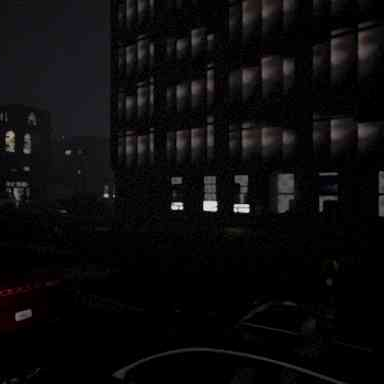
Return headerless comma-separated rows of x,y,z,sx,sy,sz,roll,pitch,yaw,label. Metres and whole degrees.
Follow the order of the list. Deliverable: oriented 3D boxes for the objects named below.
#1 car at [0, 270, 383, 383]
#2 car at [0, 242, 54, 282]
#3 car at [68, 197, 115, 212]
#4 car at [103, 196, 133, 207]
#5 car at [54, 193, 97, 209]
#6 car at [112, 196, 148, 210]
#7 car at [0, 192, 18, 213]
0.577,1.545,2.465,4.403,1.369,2.008,1,0,35,car
-4.073,1.497,5.747,4.507,1.381,1.887,1,0,35,car
-10.782,1.465,36.131,1.802,1.307,4.206,0,0,36,car
-11.059,1.364,50.036,1.967,1.590,4.097,0,0,36,car
-14.190,1.104,41.322,2.150,2.045,5.566,0,0,36,car
-7.549,1.352,40.624,1.967,1.590,4.097,0,0,36,car
-20.274,1.051,32.996,2.150,2.045,5.566,0,0,36,car
